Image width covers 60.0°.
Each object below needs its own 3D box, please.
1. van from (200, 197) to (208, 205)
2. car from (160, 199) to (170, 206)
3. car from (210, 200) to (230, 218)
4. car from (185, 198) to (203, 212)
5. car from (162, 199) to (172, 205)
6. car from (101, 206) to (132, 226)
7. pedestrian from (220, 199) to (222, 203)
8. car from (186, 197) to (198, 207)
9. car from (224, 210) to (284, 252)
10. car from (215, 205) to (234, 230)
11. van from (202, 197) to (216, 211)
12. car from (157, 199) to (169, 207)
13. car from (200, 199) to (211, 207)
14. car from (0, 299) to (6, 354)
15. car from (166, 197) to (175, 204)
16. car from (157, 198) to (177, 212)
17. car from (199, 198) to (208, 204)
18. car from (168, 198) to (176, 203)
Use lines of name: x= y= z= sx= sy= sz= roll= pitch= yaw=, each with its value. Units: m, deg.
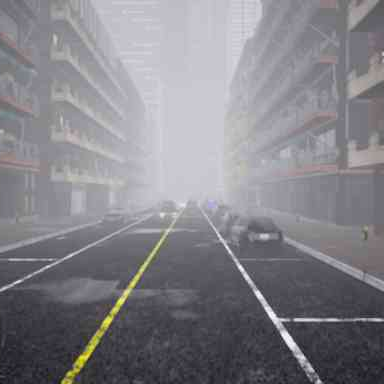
van: x=2.688 y=2.018 z=75.998 sx=1.690 sy=1.788 sz=3.998 roll=-1 pitch=-1 yaw=0
car: x=-5.690 y=2.171 z=70.425 sx=1.887 sy=1.381 sz=4.507 roll=-1 pitch=-1 yaw=0
car: x=3.005 y=1.810 z=31.993 sx=1.812 sy=1.442 sz=4.674 roll=0 pitch=-1 yaw=0
car: x=0.013 y=1.945 z=44.870 sx=2.033 sy=1.411 sz=5.357 roll=0 pitch=0 yaw=0
car: x=-5.689 y=2.259 z=76.026 sx=1.802 sy=1.307 sz=4.206 roll=-1 pitch=-1 yaw=0
car: x=-5.697 y=1.777 z=25.611 sx=2.008 sy=1.369 sz=4.403 roll=-1 pitch=-1 yaw=0
pedestrian: x=3.005 y=1.602 z=34.819 sx=0.375 sy=1.860 sz=0.375 roll=-1 pitch=0 yaw=-3
car: x=0.009 y=1.920 z=63.915 sx=2.097 sy=1.767 sz=4.553 roll=0 pitch=-1 yaw=0
car: x=2.682 y=1.694 z=14.377 sx=1.947 sy=1.339 sz=4.313 roll=-1 pitch=-1 yaw=0
car: x=2.683 y=1.728 z=19.980 sx=2.008 sy=1.369 sz=4.403 roll=-1 pitch=-1 yaw=0
van: x=2.684 y=1.767 z=47.990 sx=1.690 sy=1.788 sz=3.998 roll=-1 pitch=-1 yaw=0
car: x=-5.691 y=2.142 z=64.823 sx=1.947 sy=1.339 sz=4.313 roll=-1 pitch=-1 yaw=0
car: x=2.690 y=2.142 z=64.793 sx=1.947 sy=1.339 sz=4.313 roll=-1 pitch=-1 yaw=0
car: x=-3.100 y=1.509 z=1.912 sx=2.128 sy=1.511 sz=4.902 roll=0 pitch=-1 yaw=0
car: x=-5.689 y=2.219 z=87.231 sx=1.967 sy=1.590 sz=4.097 roll=-1 pitch=-1 yaw=0
car: x=-3.081 y=1.870 z=44.359 sx=1.882 sy=1.535 sz=5.008 roll=0 pitch=-1 yaw=0
car: x=2.692 y=2.279 z=81.599 sx=2.008 sy=1.369 sz=4.403 roll=-1 pitch=-1 yaw=0
car: x=-5.687 y=2.396 z=92.831 sx=1.947 sy=1.339 sz=4.313 roll=-1 pitch=-1 yaw=0
